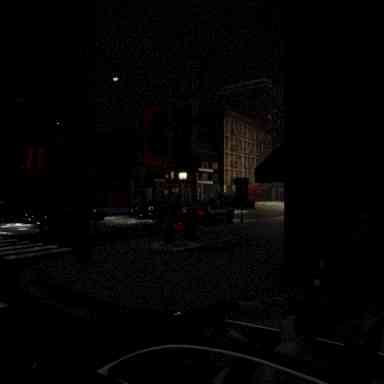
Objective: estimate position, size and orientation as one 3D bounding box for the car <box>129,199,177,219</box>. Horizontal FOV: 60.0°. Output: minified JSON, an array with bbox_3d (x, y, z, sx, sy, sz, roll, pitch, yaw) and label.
[{"bbox_3d":[-2.999,1.386,29.805,2.097,1.767,4.553,0,0,36],"label":"car"}]

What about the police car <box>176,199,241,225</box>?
[{"bbox_3d":[1.371,1.548,24.567,2.038,1.542,4.974,0,0,36],"label":"police car"}]

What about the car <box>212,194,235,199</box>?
[{"bbox_3d":[4.158,1.281,45.358,2.150,2.045,5.566,0,0,36],"label":"car"}]

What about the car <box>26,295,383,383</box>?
[{"bbox_3d":[0.449,1.551,2.529,4.403,1.369,2.008,0,0,36],"label":"car"}]

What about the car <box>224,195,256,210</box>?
[{"bbox_3d":[6.571,1.545,43.148,1.882,1.535,5.008,0,0,36],"label":"car"}]

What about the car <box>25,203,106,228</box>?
[{"bbox_3d":[-8.265,1.619,22.442,1.895,1.301,4.718,0,0,36],"label":"car"}]
